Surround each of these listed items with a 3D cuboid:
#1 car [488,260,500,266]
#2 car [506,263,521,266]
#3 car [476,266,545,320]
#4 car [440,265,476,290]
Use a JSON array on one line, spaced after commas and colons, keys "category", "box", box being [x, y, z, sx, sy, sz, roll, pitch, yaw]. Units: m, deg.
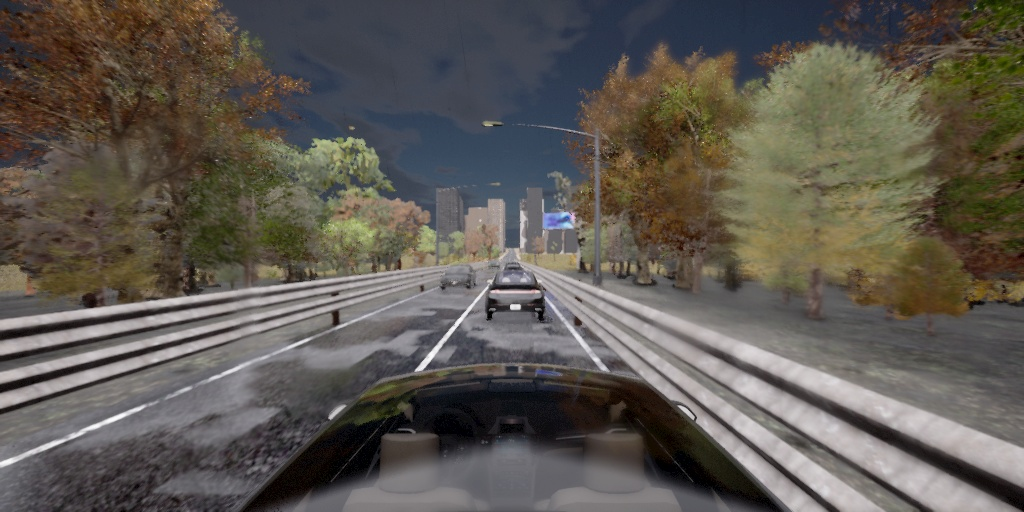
[{"category": "car", "box": [-3.280, 1.473, 65.367, 2.097, 1.767, 4.553, 0, 0, 0]}, {"category": "car", "box": [0.105, 1.408, 34.573, 1.837, 1.490, 4.892, 0, 0, 0]}, {"category": "car", "box": [0.101, 1.257, 12.683, 2.128, 1.511, 4.902, 0, 0, 0]}, {"category": "car", "box": [-3.343, 1.328, 23.091, 1.837, 1.490, 4.892, 0, 0, 0]}]
